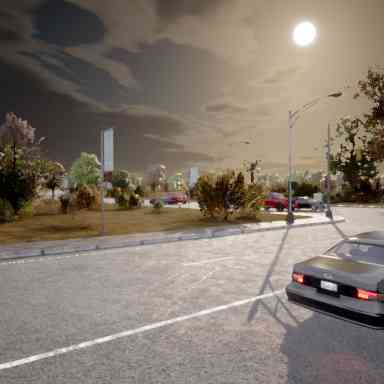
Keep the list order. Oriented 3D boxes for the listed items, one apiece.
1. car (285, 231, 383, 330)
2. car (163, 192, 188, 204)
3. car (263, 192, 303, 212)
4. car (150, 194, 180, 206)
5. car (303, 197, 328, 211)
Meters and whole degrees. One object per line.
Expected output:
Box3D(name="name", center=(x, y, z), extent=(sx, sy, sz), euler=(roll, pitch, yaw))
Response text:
Box3D(name="car", center=(4.204, 1.527, 6.774), extent=(5.357, 1.411, 2.033), euler=(0, 0, -36))
Box3D(name="car", center=(-2.982, 1.044, 56.329), extent=(2.150, 2.045, 5.566), euler=(-1, 0, -39))
Box3D(name="car", center=(8.752, 1.057, 36.284), extent=(2.150, 2.045, 5.566), euler=(-1, 0, -37))
Box3D(name="car", center=(-4.645, 1.391, 52.816), extent=(2.033, 1.411, 5.357), euler=(-1, 0, -39))
Box3D(name="car", center=(12.631, 1.302, 37.022), extent=(2.128, 1.511, 4.902), euler=(-1, 0, -39))
